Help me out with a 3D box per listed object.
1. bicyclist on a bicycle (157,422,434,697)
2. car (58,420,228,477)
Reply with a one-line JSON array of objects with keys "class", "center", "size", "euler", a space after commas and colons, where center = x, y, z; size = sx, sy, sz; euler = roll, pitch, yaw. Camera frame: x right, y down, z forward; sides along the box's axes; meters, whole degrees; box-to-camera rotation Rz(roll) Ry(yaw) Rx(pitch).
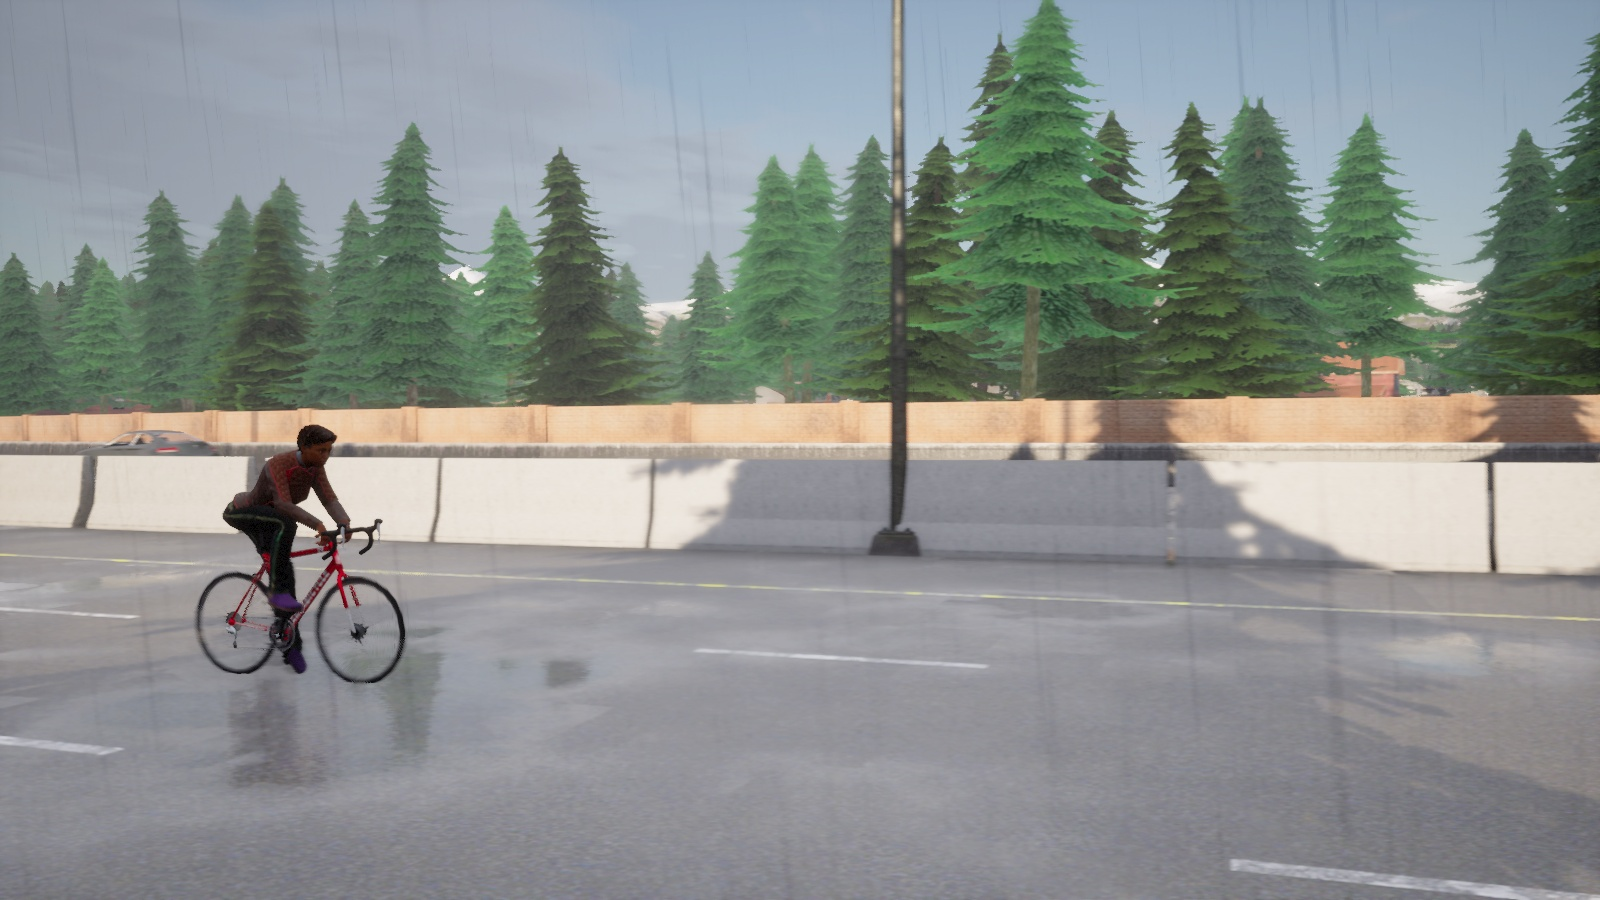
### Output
[{"class": "bicyclist on a bicycle", "center": [-3.210, 0.640, 7.988], "size": [1.656, 1.620, 0.582], "euler": [1, 1, 19]}, {"class": "car", "center": [-20.035, -0.083, 38.280], "size": [5.027, 1.651, 2.152], "euler": [1, 1, 29]}]
